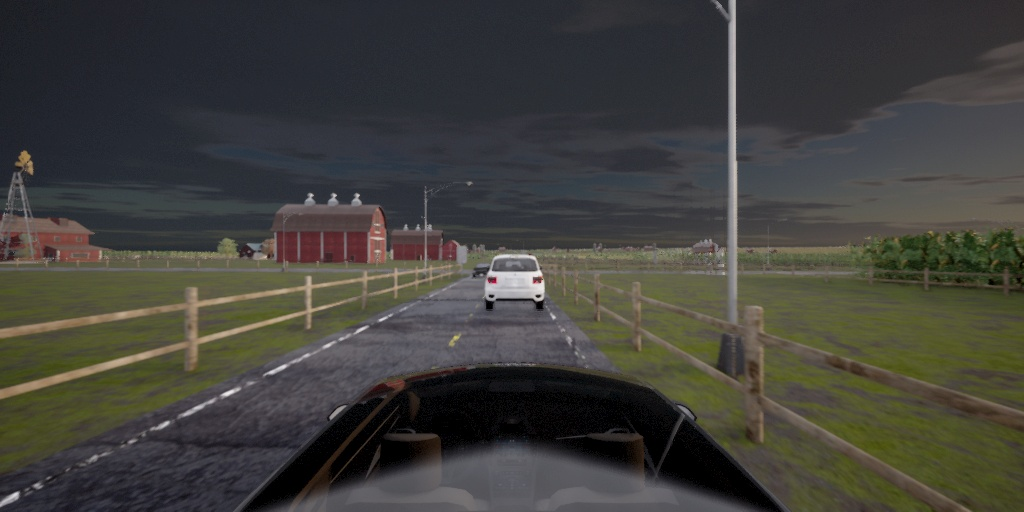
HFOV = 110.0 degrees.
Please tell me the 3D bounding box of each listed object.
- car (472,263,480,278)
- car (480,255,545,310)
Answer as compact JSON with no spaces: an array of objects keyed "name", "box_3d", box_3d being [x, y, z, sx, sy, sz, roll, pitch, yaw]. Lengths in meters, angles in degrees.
[{"name":"car","box_3d":[-2.759,1.375,35.256,2.033,1.411,5.357,0,0,0]},{"name":"car","box_3d":[0.100,0.998,14.856,2.150,2.045,5.566,0,0,0]}]
